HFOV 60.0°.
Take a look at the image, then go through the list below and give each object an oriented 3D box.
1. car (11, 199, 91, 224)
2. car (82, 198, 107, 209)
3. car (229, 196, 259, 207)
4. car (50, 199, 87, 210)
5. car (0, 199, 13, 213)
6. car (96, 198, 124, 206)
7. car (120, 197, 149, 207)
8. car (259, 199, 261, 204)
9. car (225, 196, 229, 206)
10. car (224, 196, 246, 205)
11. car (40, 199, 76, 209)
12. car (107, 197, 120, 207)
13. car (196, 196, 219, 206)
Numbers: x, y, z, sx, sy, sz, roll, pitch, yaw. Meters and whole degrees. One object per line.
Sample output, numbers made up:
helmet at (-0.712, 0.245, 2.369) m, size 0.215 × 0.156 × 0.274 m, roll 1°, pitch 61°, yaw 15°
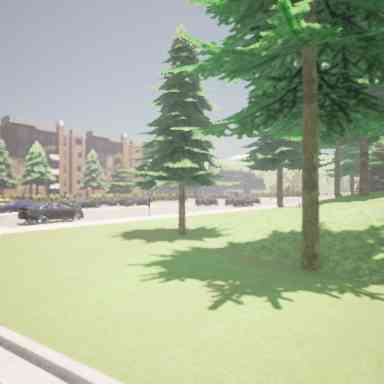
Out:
car at (-10.644, 1.568, 25.451) m, size 2.128 × 1.511 × 4.902 m, roll 0°, pitch 0°, yaw 37°
car at (-14.726, 1.619, 45.865) m, size 2.128 × 1.511 × 4.902 m, roll 0°, pitch 0°, yaw 35°
car at (8.168, 1.584, 52.180) m, size 1.837 × 1.490 × 4.892 m, roll 0°, pitch 0°, yaw 35°
car at (-17.622, 1.739, 47.809) m, size 1.895 × 1.301 × 4.718 m, roll 0°, pitch 0°, yaw 35°
car at (-20.045, 1.652, 38.278) m, size 1.812 × 1.442 × 4.674 m, roll 0°, pitch 0°, yaw 35°
car at (-14.384, 1.751, 58.389) m, size 1.895 × 1.301 × 4.718 m, roll 0°, pitch 0°, yaw 35°
car at (-8.853, 1.632, 54.173) m, size 1.837 × 1.490 × 4.892 m, roll 0°, pitch 0°, yaw 35°
car at (11.236, 1.443, 62.710) m, size 2.097 × 1.767 × 4.553 m, roll 0°, pitch 0°, yaw 35°
car at (7.514, 1.443, 57.321) m, size 2.097 × 1.767 × 4.553 m, roll 0°, pitch 0°, yaw 36°
car at (8.373, 1.594, 64.722) m, size 2.128 × 1.511 × 4.902 m, roll 0°, pitch 0°, yaw 35°
car at (-20.174, 1.751, 50.211) m, size 1.895 × 1.301 × 4.718 m, roll 0°, pitch 0°, yaw 35°
car at (-11.827, 1.617, 55.953) m, size 1.882 × 1.535 × 5.008 m, roll 0°, pitch 0°, yaw 35°
car at (2.667, 1.454, 56.582) m, size 2.097 × 1.767 × 4.553 m, roll 0°, pitch 0°, yaw 35°
